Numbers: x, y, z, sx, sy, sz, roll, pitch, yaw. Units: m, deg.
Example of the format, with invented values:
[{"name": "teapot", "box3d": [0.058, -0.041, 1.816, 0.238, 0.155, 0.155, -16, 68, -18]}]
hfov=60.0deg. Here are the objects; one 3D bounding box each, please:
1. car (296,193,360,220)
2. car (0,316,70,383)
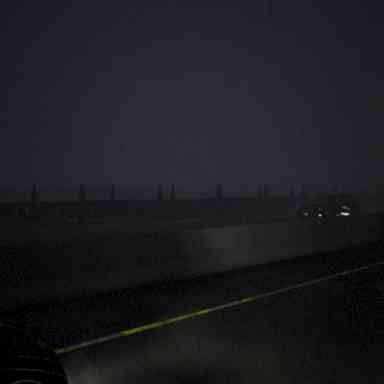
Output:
[{"name": "car", "box3d": [9.950, 1.108, 24.156, 5.566, 2.045, 2.150, 0, 0, -36]}, {"name": "car", "box3d": [-2.957, 1.361, 1.669, 4.553, 1.767, 2.097, 0, 0, -35]}]
